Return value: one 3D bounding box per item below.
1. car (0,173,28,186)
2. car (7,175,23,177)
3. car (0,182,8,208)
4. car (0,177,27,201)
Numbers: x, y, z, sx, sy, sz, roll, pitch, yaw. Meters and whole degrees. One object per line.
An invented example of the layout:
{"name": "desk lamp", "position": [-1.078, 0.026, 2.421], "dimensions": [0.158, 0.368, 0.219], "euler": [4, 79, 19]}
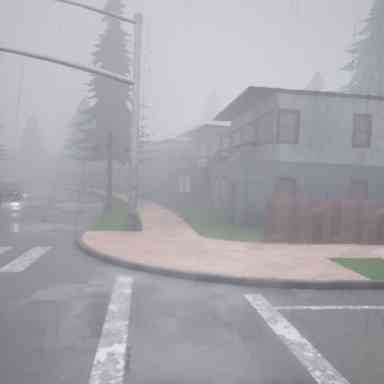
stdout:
{"name": "car", "position": [-27.740, -1.917, 51.753], "dimensions": [4.553, 1.767, 2.097], "euler": [4, 3, 37]}
{"name": "car", "position": [-18.934, -0.768, 35.345], "dimensions": [1.882, 1.535, 5.008], "euler": [1, 3, -31]}
{"name": "car", "position": [-11.702, 0.334, 17.716], "dimensions": [1.994, 1.385, 4.181], "euler": [2, 2, -14]}
{"name": "car", "position": [-14.384, -0.182, 26.162], "dimensions": [1.837, 1.490, 4.892], "euler": [1, 3, -23]}
